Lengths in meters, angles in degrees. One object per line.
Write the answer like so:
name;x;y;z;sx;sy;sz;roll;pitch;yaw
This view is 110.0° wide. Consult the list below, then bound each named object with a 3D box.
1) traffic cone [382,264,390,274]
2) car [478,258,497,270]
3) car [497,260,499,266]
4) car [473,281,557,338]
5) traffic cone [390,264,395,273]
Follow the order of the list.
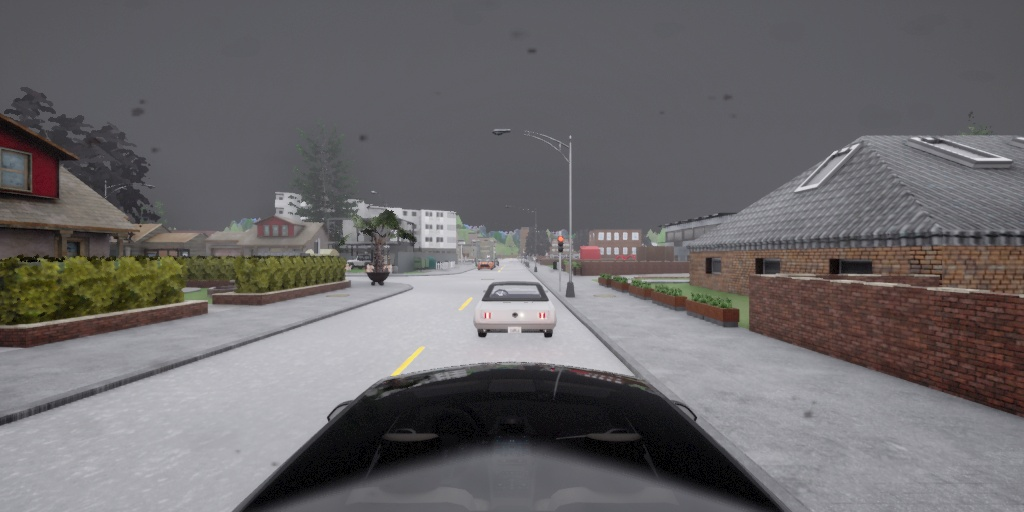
traffic cone;-15.498;1.561;44.133;0.344;0.586;0.344;0;0;0
car;-3.792;1.102;52.281;2.097;1.767;4.553;0;0;0
car;-3.715;1.255;61.662;1.837;1.490;4.892;0;0;1
car;0.102;1.351;10.173;1.895;1.301;4.718;0;0;1
traffic cone;-15.133;1.558;44.700;0.344;0.586;0.344;0;0;0
